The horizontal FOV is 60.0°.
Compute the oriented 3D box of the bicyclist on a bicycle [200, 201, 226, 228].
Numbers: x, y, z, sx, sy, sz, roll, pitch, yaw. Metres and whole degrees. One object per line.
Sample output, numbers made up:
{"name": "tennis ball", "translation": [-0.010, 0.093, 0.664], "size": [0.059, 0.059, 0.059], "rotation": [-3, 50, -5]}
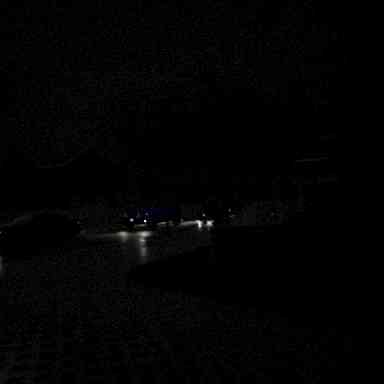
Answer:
{"name": "bicyclist on a bicycle", "translation": [1.173, 1.319, 19.237], "size": [1.656, 1.620, 0.582], "rotation": [-3, -2, 28]}

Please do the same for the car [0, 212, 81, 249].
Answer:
{"name": "car", "translation": [-7.450, 1.713, 15.739], "size": [1.812, 1.442, 4.674], "rotation": [-3, -2, 31]}

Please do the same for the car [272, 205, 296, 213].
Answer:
{"name": "car", "translation": [12.605, 2.031, 46.307], "size": [1.882, 1.535, 5.008], "rotation": [-3, -2, 29]}

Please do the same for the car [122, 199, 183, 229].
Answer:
{"name": "car", "translation": [-2.697, 1.535, 24.379], "size": [2.150, 2.045, 5.566], "rotation": [-3, -2, 28]}

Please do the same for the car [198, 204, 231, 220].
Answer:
{"name": "car", "translation": [2.296, 1.943, 33.507], "size": [2.128, 1.511, 4.902], "rotation": [-3, -2, 29]}

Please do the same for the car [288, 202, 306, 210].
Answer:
{"name": "car", "translation": [17.488, 2.315, 55.274], "size": [1.895, 1.301, 4.718], "rotation": [-3, -2, 29]}

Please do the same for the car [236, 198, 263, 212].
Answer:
{"name": "car", "translation": [7.670, 1.831, 43.306], "size": [2.150, 2.045, 5.566], "rotation": [-3, -3, 32]}
